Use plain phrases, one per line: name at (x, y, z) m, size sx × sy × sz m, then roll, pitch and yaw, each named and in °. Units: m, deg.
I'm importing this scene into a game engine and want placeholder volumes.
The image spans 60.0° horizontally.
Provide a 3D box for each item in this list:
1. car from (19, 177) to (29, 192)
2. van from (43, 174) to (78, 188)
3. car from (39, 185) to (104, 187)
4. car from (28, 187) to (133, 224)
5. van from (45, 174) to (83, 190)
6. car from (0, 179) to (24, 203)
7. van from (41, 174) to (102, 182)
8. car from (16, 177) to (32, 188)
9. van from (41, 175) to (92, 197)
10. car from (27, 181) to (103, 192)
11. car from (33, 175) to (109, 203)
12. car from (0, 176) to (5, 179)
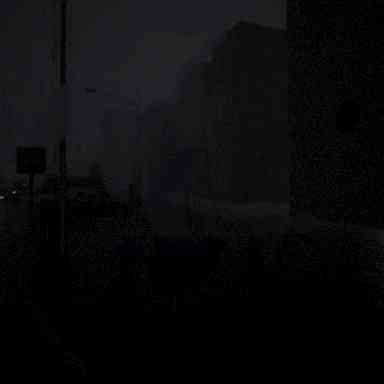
car at (-20.039, -0.817, 38.701) m, size 1.812 × 1.442 × 4.674 m, roll 0°, pitch 3°, yaw -24°
van at (-19.959, -1.703, 50.568) m, size 4.442 × 1.987 × 1.878 m, roll 0°, pitch 4°, yaw -43°
car at (-6.560, 0.538, 19.989) m, size 4.674 × 1.452 × 2.002 m, roll 0°, pitch 4°, yaw -43°
car at (-5.358, 0.679, 17.197) m, size 4.892 × 1.521 × 2.231 m, roll 0°, pitch 3°, yaw -43°
van at (-17.373, -1.345, 45.157) m, size 4.442 × 1.987 × 1.878 m, roll 0°, pitch 3°, yaw -43°
car at (-14.329, 0.028, 25.585) m, size 1.812 × 1.442 × 4.674 m, roll 0°, pitch 3°, yaw -24°
van at (-8.891, -0.087, 25.636) m, size 4.442 × 1.987 × 1.878 m, roll 0°, pitch 3°, yaw -43°
car at (-24.135, -1.412, 47.881) m, size 1.812 × 1.442 × 4.674 m, roll 0°, pitch 3°, yaw -23°
van at (-12.690, -0.625, 33.836) m, size 4.442 × 1.987 × 1.878 m, roll 0°, pitch 4°, yaw -43°
car at (-7.905, 0.316, 22.646) m, size 5.366 × 1.575 × 1.946 m, roll 0°, pitch 4°, yaw -43°
car at (-10.201, -0.291, 28.317) m, size 5.566 × 2.045 × 2.435 m, roll 0°, pitch 4°, yaw -43°
car at (-26.975, -1.441, 46.262) m, size 2.128 × 1.511 × 4.902 m, roll 0°, pitch 3°, yaw -23°
